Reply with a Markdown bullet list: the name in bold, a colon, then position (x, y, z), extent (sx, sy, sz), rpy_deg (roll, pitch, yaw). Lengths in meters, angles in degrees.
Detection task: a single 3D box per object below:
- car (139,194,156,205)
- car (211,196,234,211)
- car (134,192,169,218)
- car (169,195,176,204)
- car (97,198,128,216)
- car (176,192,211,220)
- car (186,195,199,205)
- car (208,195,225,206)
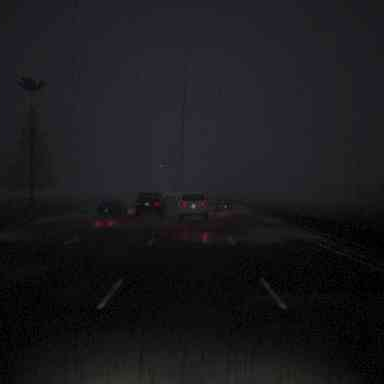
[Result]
- **car**: position (-6.902, 1.105, 51.912), extent (1.882, 1.535, 5.008), rpy_deg (0, 1, 0)
- **car**: position (3.499, 1.240, 36.991), extent (1.837, 1.490, 4.892), rpy_deg (0, 0, 0)
- **car**: position (-3.400, 1.021, 27.881), extent (2.150, 2.045, 5.566), rpy_deg (0, 0, 0)
- **car**: position (-3.400, 1.192, 51.775), extent (1.994, 1.385, 4.181), rpy_deg (0, 0, 0)
- **car**: position (-6.900, 1.282, 29.208), extent (2.128, 1.511, 4.902), rpy_deg (0, 0, 0)
- **car**: position (0.099, 1.035, 25.974), extent (2.150, 2.045, 5.566), rpy_deg (0, 0, 0)
- **car**: position (0.099, 1.228, 52.024), extent (1.895, 1.301, 4.718), rpy_deg (0, 0, 0)
- **car**: position (3.500, 1.207, 47.501), extent (2.033, 1.411, 5.357), rpy_deg (0, 0, 0)
